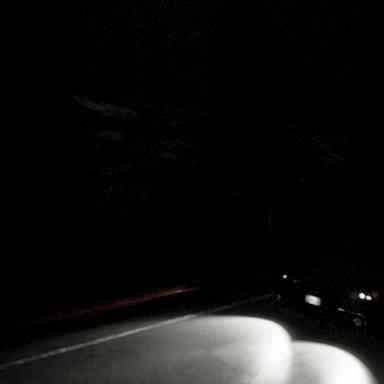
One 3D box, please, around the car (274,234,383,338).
[{"bbox_3d":[3.559,1.558,6.534,4.181,1.385,1.994,0,0,-36],"label":"car"}]
